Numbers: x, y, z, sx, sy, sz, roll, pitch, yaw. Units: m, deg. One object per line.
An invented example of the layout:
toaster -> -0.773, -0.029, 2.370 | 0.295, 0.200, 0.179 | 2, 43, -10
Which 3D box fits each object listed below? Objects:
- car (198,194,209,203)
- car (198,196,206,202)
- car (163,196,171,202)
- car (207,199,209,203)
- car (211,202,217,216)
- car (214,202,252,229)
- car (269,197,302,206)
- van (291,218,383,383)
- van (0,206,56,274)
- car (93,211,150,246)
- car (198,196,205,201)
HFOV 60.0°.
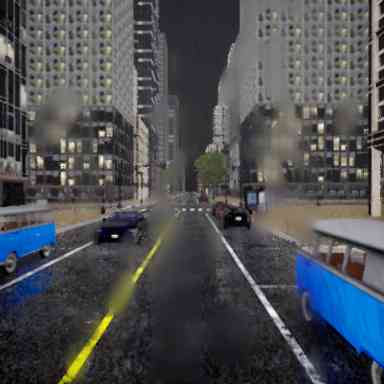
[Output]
car -> 2.581, 1.425, 71.930 | 2.192, 1.841, 5.009 | -1, 0, 0
car -> 2.553, 1.650, 83.380 | 1.752, 1.417, 4.829 | 0, 0, 0
car -> -5.812, 1.643, 77.374 | 1.752, 1.417, 4.829 | 0, 0, 0
car -> 2.827, 1.620, 33.000 | 1.947, 1.339, 4.313 | -1, 0, 0
car -> 2.806, 1.627, 27.315 | 1.802, 1.307, 4.206 | -1, 0, 0
car -> 2.745, 1.602, 21.631 | 1.947, 1.339, 4.313 | -1, 0, 0
car -> 13.771, 1.412, 49.448 | 4.718, 1.301, 1.895 | -1, 0, -1
van -> 2.682, 1.350, 4.582 | 1.690, 1.788, 3.998 | -1, 0, 0
van -> -5.695, 1.360, 10.270 | 1.690, 1.788, 3.998 | -1, 0, 0
car -> -3.093, 1.591, 15.306 | 1.994, 1.385, 4.181 | 0, 0, 0
car -> 2.539, 1.713, 88.851 | 1.802, 1.307, 4.206 | 0, 0, 0
